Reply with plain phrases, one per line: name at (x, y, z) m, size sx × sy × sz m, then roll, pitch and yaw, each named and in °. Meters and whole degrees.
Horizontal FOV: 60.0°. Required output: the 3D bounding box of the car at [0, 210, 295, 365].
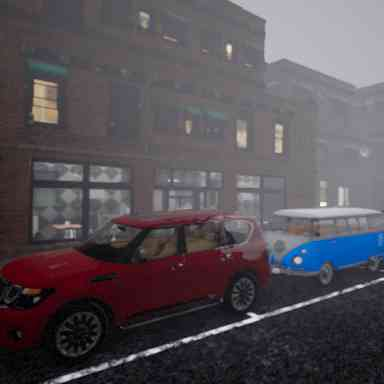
car at (-0.698, 1.317, 6.032) m, size 5.009 × 1.841 × 2.192 m, roll 0°, pitch 1°, yaw -35°

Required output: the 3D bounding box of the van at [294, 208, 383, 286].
van at (3.709, 1.347, 9.164) m, size 3.998 × 1.788 × 1.690 m, roll 0°, pitch 1°, yaw -35°
